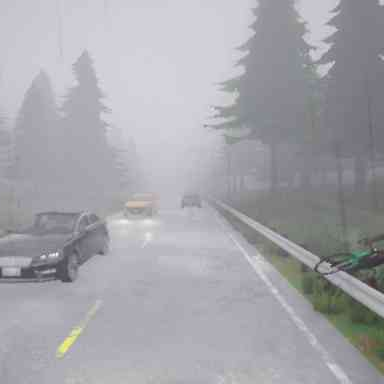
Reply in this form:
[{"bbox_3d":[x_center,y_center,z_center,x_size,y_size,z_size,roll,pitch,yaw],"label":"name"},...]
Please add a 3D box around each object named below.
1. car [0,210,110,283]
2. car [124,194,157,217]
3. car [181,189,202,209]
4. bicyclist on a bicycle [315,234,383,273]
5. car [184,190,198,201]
[{"bbox_3d":[-3.625,1.280,9.119,2.128,1.511,4.902,0,1,0],"label":"car"},{"bbox_3d":[-3.669,0.921,24.257,1.882,1.535,5.008,0,1,0],"label":"car"},{"bbox_3d":[-0.064,0.755,32.107,2.128,1.511,4.902,0,1,0],"label":"car"},{"bbox_3d":[3.075,1.144,5.696,1.656,0.582,1.620,29,-55,-37],"label":"bicyclist on a bicycle"},{"bbox_3d":[-0.121,0.420,47.172,1.837,1.490,4.892,0,0,0],"label":"car"}]
